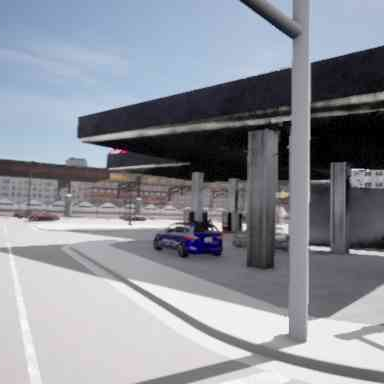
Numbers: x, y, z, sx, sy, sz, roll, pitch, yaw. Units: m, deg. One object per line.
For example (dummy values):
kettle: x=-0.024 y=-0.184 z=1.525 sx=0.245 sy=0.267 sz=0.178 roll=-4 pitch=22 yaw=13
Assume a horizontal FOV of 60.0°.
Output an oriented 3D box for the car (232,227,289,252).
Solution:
car: x=4.276 y=2.895 z=20.899 sx=1.970 sy=1.475 sz=3.806 roll=4 pitch=-4 yaw=-29

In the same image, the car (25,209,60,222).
car: x=-23.456 y=3.883 z=52.876 sx=4.553 sy=1.767 sz=2.097 roll=4 pitch=-4 yaw=-29

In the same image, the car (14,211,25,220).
car: x=-29.773 y=4.083 z=61.478 sx=5.566 sy=2.045 sz=2.150 roll=3 pitch=-4 yaw=-29

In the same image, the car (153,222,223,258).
car: x=-0.320 y=2.374 z=17.403 sx=2.242 sy=1.667 sz=4.611 roll=4 pitch=-4 yaw=-29

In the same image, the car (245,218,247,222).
car: x=15.601 y=6.670 z=80.334 sx=5.566 sy=2.045 sz=2.150 roll=2 pitch=-4 yaw=2

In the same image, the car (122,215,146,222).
car: x=-11.810 y=5.398 z=67.611 sx=4.718 sy=1.301 sz=1.895 roll=4 pitch=-4 yaw=-29
